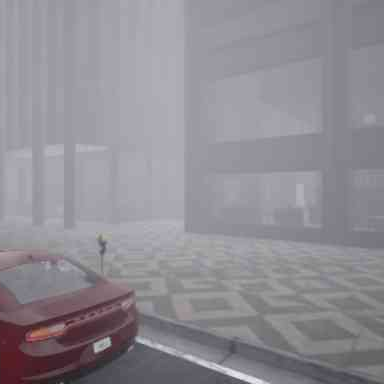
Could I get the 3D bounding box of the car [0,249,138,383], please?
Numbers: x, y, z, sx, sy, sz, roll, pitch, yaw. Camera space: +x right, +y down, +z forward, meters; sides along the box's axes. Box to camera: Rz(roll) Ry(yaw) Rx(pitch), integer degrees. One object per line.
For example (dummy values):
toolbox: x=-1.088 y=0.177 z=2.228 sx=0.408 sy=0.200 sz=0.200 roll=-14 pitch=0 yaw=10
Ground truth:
car: x=-2.804 y=1.547 z=4.962 sx=4.507 sy=1.381 sz=1.887 roll=0 pitch=0 yaw=36
